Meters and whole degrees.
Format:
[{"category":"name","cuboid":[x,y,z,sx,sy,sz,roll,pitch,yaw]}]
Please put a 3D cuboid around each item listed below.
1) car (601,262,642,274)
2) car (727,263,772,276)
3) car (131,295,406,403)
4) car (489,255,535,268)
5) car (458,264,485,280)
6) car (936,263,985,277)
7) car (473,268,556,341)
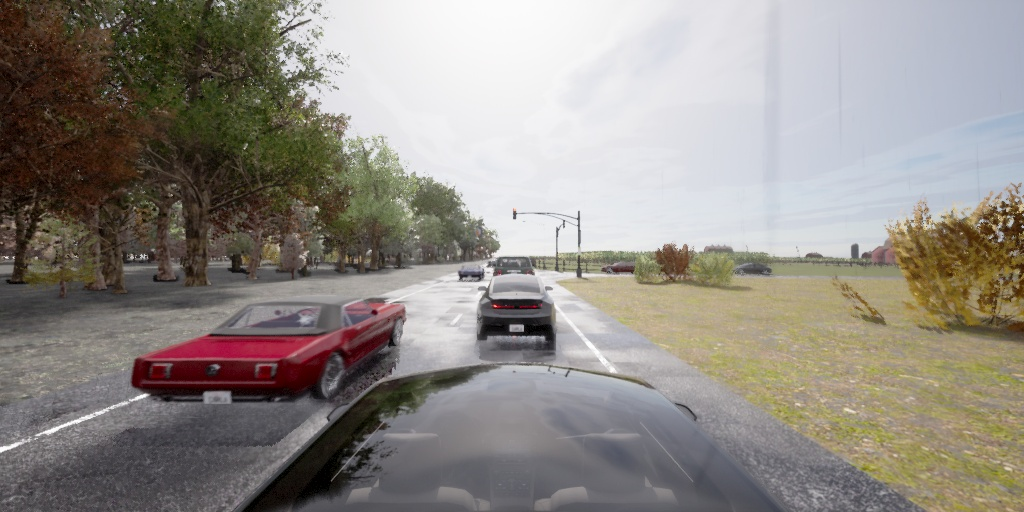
[{"category":"car","cuboid":[13.290,1.428,43.178,5.008,1.535,1.882,1,-1,3]},{"category":"car","cuboid":[28.320,1.616,42.909,4.892,1.490,1.837,0,-1,0]},{"category":"car","cuboid":[-3.400,1.351,6.366,1.895,1.301,4.718,0,0,0]},{"category":"car","cuboid":[0.099,0.974,19.797,2.150,2.045,5.566,0,0,0]},{"category":"car","cuboid":[-3.405,1.353,30.976,1.895,1.301,4.718,0,0,0]},{"category":"car","cuboid":[48.925,1.803,39.221,4.674,1.442,1.812,1,-1,0]},{"category":"car","cuboid":[0.099,1.256,9.881,1.837,1.490,4.892,0,0,0]}]
